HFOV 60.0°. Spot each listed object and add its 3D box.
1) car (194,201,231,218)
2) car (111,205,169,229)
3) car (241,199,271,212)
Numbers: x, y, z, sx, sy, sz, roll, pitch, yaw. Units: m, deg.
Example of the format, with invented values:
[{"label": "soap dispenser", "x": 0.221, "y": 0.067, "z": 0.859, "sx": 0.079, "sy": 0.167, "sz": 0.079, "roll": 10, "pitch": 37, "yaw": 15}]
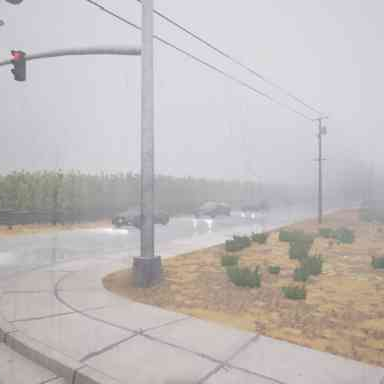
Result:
[{"label": "car", "x": 2.015, "y": 1.561, "z": 30.595, "sx": 1.812, "sy": 1.442, "sz": 4.674, "roll": 0, "pitch": 0, "yaw": 33}, {"label": "car", "x": -3.358, "y": 1.599, "z": 22.279, "sx": 1.994, "sy": 1.385, "sz": 4.181, "roll": 0, "pitch": 0, "yaw": 33}, {"label": "car", "x": 7.659, "y": 1.582, "z": 39.366, "sx": 2.033, "sy": 1.411, "sz": 5.357, "roll": 0, "pitch": 0, "yaw": 33}]
